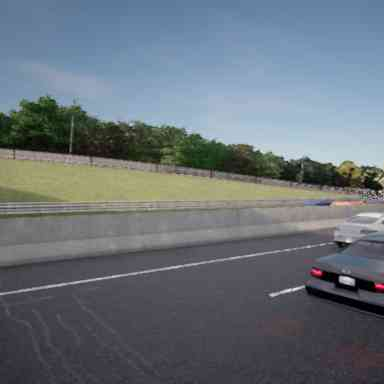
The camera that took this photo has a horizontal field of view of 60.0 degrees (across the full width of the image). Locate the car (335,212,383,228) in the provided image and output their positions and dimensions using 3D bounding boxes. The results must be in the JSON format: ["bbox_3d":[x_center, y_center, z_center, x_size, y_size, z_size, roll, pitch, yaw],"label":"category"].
[{"bbox_3d":[7.582,1.546,13.459,4.674,1.442,1.812,0,0,-35],"label":"car"}]

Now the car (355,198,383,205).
[{"bbox_3d":[19.968,1.544,35.698,5.008,1.535,1.882,0,0,-37],"label":"car"}]

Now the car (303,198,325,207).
[{"bbox_3d":[15.747,1.540,41.280,5.008,1.535,1.882,0,0,-37],"label":"car"}]

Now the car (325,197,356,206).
[{"bbox_3d":[17.921,1.417,38.536,4.553,1.767,2.097,0,0,-37],"label":"car"}]

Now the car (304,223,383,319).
[{"bbox_3d":[4.680,1.557,7.106,5.357,1.411,2.033,0,0,-35],"label":"car"}]
